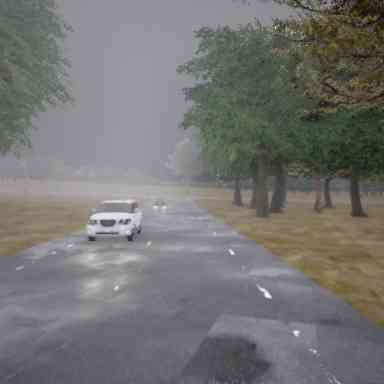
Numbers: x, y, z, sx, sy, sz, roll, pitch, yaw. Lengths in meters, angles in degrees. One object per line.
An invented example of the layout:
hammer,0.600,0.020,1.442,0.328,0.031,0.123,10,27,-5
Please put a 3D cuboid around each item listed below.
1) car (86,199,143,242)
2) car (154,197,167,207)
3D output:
car,-3.946,1.416,17.876,2.150,2.045,5.566,0,-1,-2
car,-5.546,1.743,58.599,1.837,1.490,4.892,0,1,-2
